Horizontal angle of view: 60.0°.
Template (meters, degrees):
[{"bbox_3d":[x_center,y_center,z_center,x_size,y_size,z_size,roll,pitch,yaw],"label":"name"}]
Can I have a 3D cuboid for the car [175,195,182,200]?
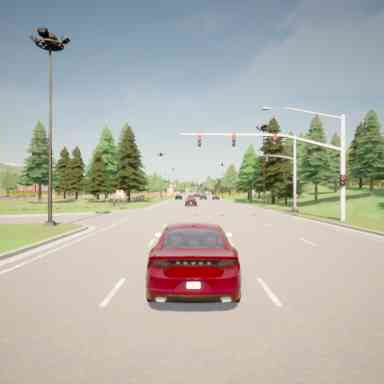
[{"bbox_3d":[-3.772,1.456,94.313,1.882,1.535,5.008,0,0,0],"label":"car"}]

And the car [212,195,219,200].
[{"bbox_3d":[6.728,1.503,94.344,2.128,1.511,4.902,0,0,0],"label":"car"}]

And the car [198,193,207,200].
[{"bbox_3d":[3.228,1.502,94.333,1.812,1.442,4.674,0,0,0],"label":"car"}]

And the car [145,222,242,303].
[{"bbox_3d":[0.039,1.476,8.275,1.882,1.535,5.008,0,0,0],"label":"car"}]

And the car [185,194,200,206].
[{"bbox_3d":[-0.151,1.513,52.877,1.812,1.442,4.674,0,0,0],"label":"car"}]
